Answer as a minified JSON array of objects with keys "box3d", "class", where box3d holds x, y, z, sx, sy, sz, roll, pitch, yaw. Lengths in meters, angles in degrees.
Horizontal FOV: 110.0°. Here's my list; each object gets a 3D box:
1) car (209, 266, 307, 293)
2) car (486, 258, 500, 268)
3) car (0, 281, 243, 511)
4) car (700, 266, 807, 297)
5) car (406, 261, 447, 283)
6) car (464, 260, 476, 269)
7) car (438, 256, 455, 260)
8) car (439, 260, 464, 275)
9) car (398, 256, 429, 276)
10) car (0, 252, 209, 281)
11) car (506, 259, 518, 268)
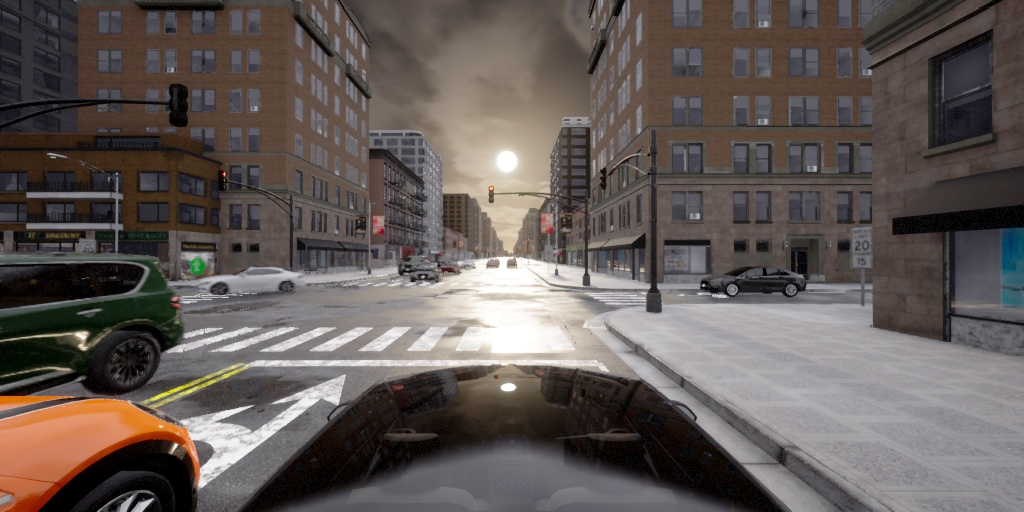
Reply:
[{"box3d":[-13.780,1.288,19.343,4.674,1.442,1.812,0,1,-39],"class":"car"},{"box3d":[-3.369,1.304,61.948,1.994,1.385,4.181,0,0,0],"class":"car"},{"box3d":[-3.237,1.102,0.601,2.097,1.767,4.553,0,0,0],"class":"car"},{"box3d":[12.424,1.294,18.639,4.892,1.490,1.837,0,0,1],"class":"car"},{"box3d":[-6.458,1.314,27.412,1.994,1.385,4.181,0,0,-4],"class":"car"},{"box3d":[-6.689,1.267,55.036,1.812,1.442,4.674,0,0,0],"class":"car"},{"box3d":[-9.941,0.965,54.888,2.150,2.045,5.566,0,0,0],"class":"car"},{"box3d":[-6.672,1.348,38.594,1.895,1.301,4.718,0,0,0],"class":"car"},{"box3d":[-9.920,0.970,36.777,2.150,2.045,5.566,0,0,0],"class":"car"},{"box3d":[-6.601,0.971,3.703,2.150,2.045,5.566,0,0,0],"class":"car"},{"box3d":[-0.021,1.245,63.086,1.837,1.490,4.892,0,0,0],"class":"car"}]
